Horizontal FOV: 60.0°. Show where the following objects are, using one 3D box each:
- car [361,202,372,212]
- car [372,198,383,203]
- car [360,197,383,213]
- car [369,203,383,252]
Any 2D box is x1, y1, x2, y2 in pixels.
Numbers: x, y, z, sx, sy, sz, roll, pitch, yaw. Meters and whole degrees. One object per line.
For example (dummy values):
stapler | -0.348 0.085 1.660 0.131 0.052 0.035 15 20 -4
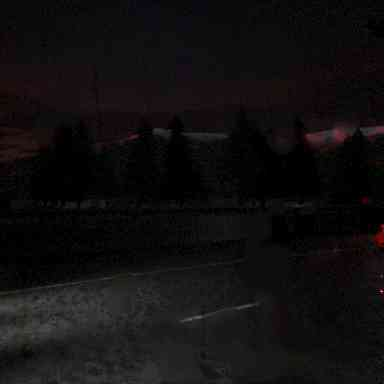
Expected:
car | 19.696 1.554 33.622 5.008 1.535 1.882 0 0 -10
car | 19.238 1.425 29.961 4.553 1.767 2.097 0 0 -11
car | 21.669 1.437 37.465 4.553 1.767 2.097 0 0 -8
car | 9.111 1.384 12.186 4.553 1.767 2.097 0 0 -23
